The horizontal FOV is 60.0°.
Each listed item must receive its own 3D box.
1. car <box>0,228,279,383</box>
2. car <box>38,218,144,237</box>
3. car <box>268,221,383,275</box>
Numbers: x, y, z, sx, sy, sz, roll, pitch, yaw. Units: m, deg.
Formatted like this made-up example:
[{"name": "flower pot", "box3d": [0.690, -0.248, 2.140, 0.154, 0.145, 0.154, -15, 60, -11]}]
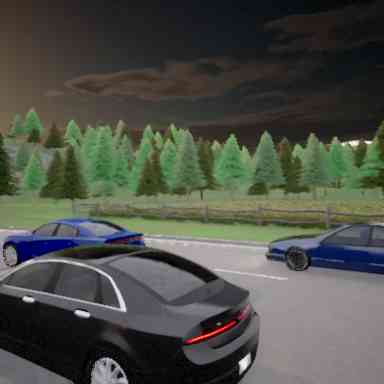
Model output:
[{"name": "car", "box3d": [-1.484, 1.530, 4.772, 4.892, 1.490, 1.837, 0, 0, 33]}, {"name": "car", "box3d": [-3.728, 1.537, 10.240, 5.008, 1.535, 1.882, -1, 0, 30]}, {"name": "car", "box3d": [4.784, 1.517, 9.044, 5.357, 1.411, 2.033, -1, 0, 34]}]
